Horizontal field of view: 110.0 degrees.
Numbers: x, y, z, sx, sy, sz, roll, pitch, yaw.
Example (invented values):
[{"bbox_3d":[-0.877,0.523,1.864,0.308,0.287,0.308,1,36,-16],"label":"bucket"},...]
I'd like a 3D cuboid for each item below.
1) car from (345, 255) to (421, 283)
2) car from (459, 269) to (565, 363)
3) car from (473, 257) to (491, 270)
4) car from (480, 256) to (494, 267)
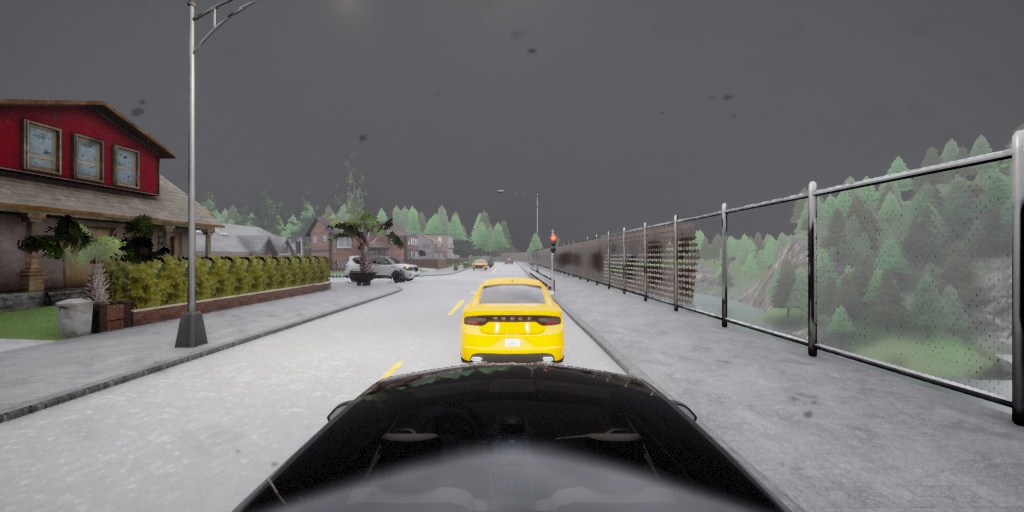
[{"bbox_3d":[-9.825,0.972,27.282,5.566,2.045,2.150,0,0,7],"label":"car"},{"bbox_3d":[0.005,1.228,8.183,1.882,1.535,5.008,0,0,0],"label":"car"},{"bbox_3d":[-4.523,1.227,51.442,1.882,1.535,5.008,0,0,0],"label":"car"},{"bbox_3d":[-4.589,0.971,61.386,2.150,2.045,5.566,0,0,0],"label":"car"}]
